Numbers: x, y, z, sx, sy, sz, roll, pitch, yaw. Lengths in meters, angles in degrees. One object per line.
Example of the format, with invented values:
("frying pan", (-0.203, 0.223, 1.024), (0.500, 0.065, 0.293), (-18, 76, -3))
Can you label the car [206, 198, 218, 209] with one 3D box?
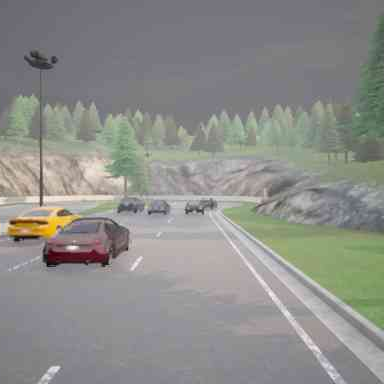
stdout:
("car", (2.192, 1.492, 44.462), (2.128, 1.511, 4.902), (0, 0, 14))

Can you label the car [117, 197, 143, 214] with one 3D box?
("car", (-6.513, 1.353, 36.230), (2.097, 1.767, 4.553), (0, 0, 5))

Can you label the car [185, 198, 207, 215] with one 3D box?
("car", (0.333, 1.601, 34.301), (1.895, 1.301, 4.718), (0, 0, 2))

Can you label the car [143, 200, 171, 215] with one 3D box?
("car", (-3.228, 1.547, 33.511), (2.033, 1.411, 5.357), (0, 0, 3))

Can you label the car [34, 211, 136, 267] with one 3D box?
("car", (-3.400, 1.564, 11.474), (1.994, 1.385, 4.181), (0, 0, 0))

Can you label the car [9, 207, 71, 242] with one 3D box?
("car", (-6.900, 1.477, 16.291), (1.882, 1.535, 5.008), (0, 0, 0))
